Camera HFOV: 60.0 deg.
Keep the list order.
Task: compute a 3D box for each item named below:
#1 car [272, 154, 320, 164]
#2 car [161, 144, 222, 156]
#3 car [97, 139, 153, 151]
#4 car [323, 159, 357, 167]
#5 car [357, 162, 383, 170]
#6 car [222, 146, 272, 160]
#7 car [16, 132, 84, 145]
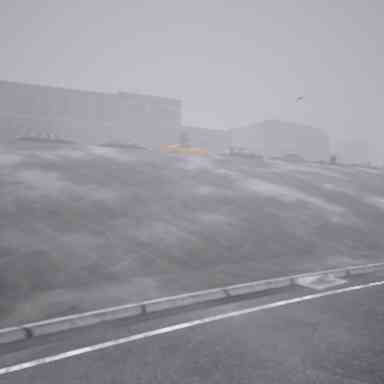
[{"bbox_3d":[10.052,-3.031,33.708,4.792,1.488,2.163,2,-2,-23],"label":"car"},{"bbox_3d":[-0.332,-3.424,29.393,5.008,1.535,2.097,2,-2,-21],"label":"car"},{"bbox_3d":[-5.523,-3.559,27.436,4.674,1.452,2.002,2,-2,-20],"label":"car"},{"bbox_3d":[15.078,-2.840,35.979,4.674,1.452,2.002,2,-2,-24],"label":"car"},{"bbox_3d":[19.968,-2.697,38.318,4.892,1.521,2.231,2,-2,-26],"label":"car"},{"bbox_3d":[4.794,-3.372,31.454,4.553,1.767,2.185,2,-2,-22],"label":"car"},{"bbox_3d":[-10.752,-3.766,25.593,4.892,1.521,2.231,2,-2,-18],"label":"car"}]
